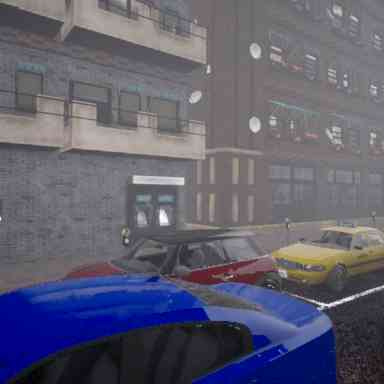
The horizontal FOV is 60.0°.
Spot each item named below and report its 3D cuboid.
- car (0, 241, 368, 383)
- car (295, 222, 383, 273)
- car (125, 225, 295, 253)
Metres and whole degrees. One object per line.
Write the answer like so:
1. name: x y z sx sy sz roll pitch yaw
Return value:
1. car: -0.997 1.478 2.358 5.008 1.535 1.882 0 0 -36
2. car: 4.013 1.527 8.957 4.829 1.417 1.752 0 1 -36
3. car: -0.363 1.441 5.829 4.097 1.590 1.967 0 1 -36
